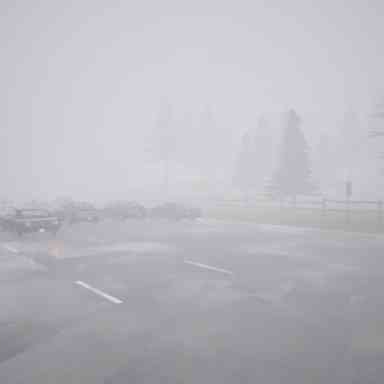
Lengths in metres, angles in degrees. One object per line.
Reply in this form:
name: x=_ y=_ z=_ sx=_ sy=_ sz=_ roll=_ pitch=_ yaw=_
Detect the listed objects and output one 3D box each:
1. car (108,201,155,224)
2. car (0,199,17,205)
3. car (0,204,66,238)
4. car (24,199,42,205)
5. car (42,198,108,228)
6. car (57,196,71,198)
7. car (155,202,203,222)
car: x=-5.168 y=1.390 z=24.153 sx=2.128 sy=1.511 sz=4.902 roll=0 pitch=0 yaw=-42
car: x=-20.524 y=1.458 z=36.139 sx=1.895 sy=1.301 sz=4.718 roll=0 pitch=0 yaw=-42
car: x=-8.634 y=1.530 z=17.519 sx=1.895 sy=1.301 sz=4.718 roll=0 pitch=0 yaw=-42
car: x=-17.910 y=1.446 z=38.470 sx=1.895 sy=1.301 sz=4.718 roll=0 pitch=0 yaw=-42
car: x=-7.783 y=1.402 z=21.826 sx=2.128 sy=1.511 sz=4.902 roll=0 pitch=0 yaw=-42
car: x=-16.290 y=1.334 z=41.911 sx=1.837 sy=1.490 sz=4.892 roll=0 pitch=0 yaw=-42
car: x=-1.502 y=1.438 z=25.299 sx=2.033 sy=1.411 sz=5.357 roll=0 pitch=0 yaw=-42
